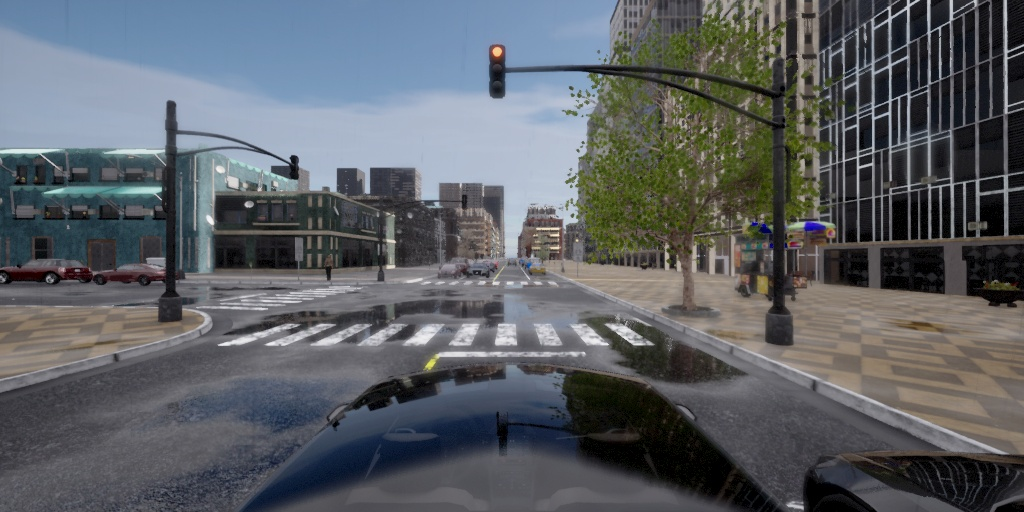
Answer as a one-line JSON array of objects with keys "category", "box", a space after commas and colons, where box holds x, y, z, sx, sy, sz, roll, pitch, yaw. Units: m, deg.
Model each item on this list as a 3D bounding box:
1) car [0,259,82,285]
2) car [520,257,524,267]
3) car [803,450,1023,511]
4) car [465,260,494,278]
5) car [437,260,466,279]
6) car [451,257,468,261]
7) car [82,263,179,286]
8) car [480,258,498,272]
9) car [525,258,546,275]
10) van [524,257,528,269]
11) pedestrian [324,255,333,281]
[{"category": "car", "box": [-28.363, 0.879, 21.751, 4.097, 1.591, 1.967, 0, 0, -1]}, {"category": "car", "box": [2.706, 1.305, 55.113, 2.007, 1.370, 4.403, 0, 0, 0]}, {"category": "car", "box": [2.691, 1.316, 0.431, 1.948, 1.339, 4.313, 0, 0, 0]}, {"category": "car", "box": [-3.089, 1.316, 33.733, 1.994, 1.385, 4.181, 0, 0, 0]}, {"category": "car", "box": [-5.680, 1.334, 32.909, 1.802, 1.307, 4.207, 0, 0, 0]}, {"category": "car", "box": [-5.679, 1.067, 38.460, 2.192, 1.841, 5.009, 0, 0, 0]}, {"category": "car", "box": [-22.815, 1.090, 21.828, 4.207, 1.307, 1.802, 0, 0, -1]}, {"category": "car", "box": [-3.086, 1.317, 43.782, 1.994, 1.385, 4.181, 0, 0, 0]}, {"category": "car", "box": [2.702, 1.278, 38.630, 1.751, 1.417, 4.829, 0, 0, 0]}, {"category": "van", "box": [2.703, 1.094, 44.011, 1.690, 1.789, 3.998, 0, 0, 0]}, {"category": "pedestrian", "box": [-12.742, 0.788, 24.916, 0.375, 1.860, 0.375, 0, -1, -1]}]
